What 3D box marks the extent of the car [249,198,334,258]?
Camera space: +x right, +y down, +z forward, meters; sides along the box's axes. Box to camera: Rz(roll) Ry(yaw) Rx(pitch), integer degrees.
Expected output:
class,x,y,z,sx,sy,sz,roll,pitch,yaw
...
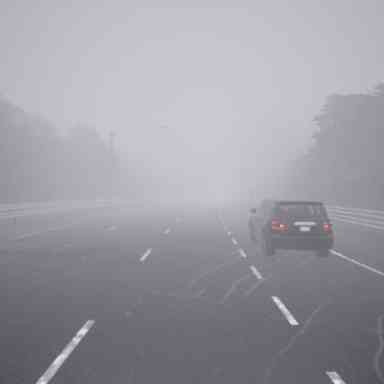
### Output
class,x,y,z,sx,sy,sz,roll,pitch,yaw
car,3.648,1.254,13.146,2.150,2.045,5.566,0,0,2
